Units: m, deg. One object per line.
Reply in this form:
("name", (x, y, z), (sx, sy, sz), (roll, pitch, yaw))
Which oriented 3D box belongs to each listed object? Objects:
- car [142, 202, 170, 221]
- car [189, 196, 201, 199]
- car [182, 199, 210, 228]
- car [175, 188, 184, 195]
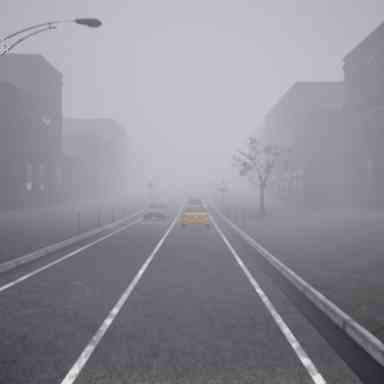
("car", (-2.916, 1.579, 28.157), (2.033, 1.411, 5.357), (0, 1, 0))
("car", (0.367, 1.240, 42.215), (1.837, 1.490, 4.892), (0, 2, 0))
("car", (0.242, 1.515, 22.685), (1.801, 1.575, 5.366), (0, 0, 0))
("car", (-2.552, -0.103, 68.810), (2.128, 1.511, 4.902), (0, 3, 1))
